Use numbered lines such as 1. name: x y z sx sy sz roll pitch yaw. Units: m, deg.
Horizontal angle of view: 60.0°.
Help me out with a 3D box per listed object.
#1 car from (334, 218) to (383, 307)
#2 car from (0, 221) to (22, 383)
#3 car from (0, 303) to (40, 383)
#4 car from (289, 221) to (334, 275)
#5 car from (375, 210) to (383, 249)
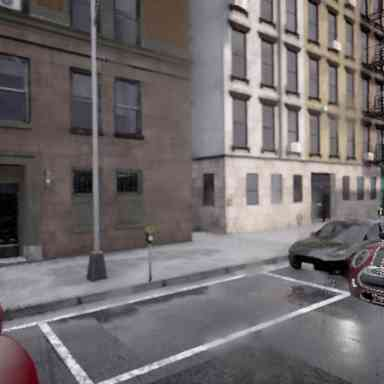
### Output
1. car: 5.251 1.258 6.934 4.553 1.767 2.097 -1 0 -36
2. car: -4.485 1.377 2.931 5.009 1.841 2.192 -1 0 -36
3. car: -3.031 1.526 0.846 5.008 1.535 1.882 -1 0 -36
4. car: 4.668 1.473 9.658 4.313 1.339 1.947 -1 0 -36
5. car: 9.243 1.374 13.021 4.507 1.381 1.887 -1 0 -36
